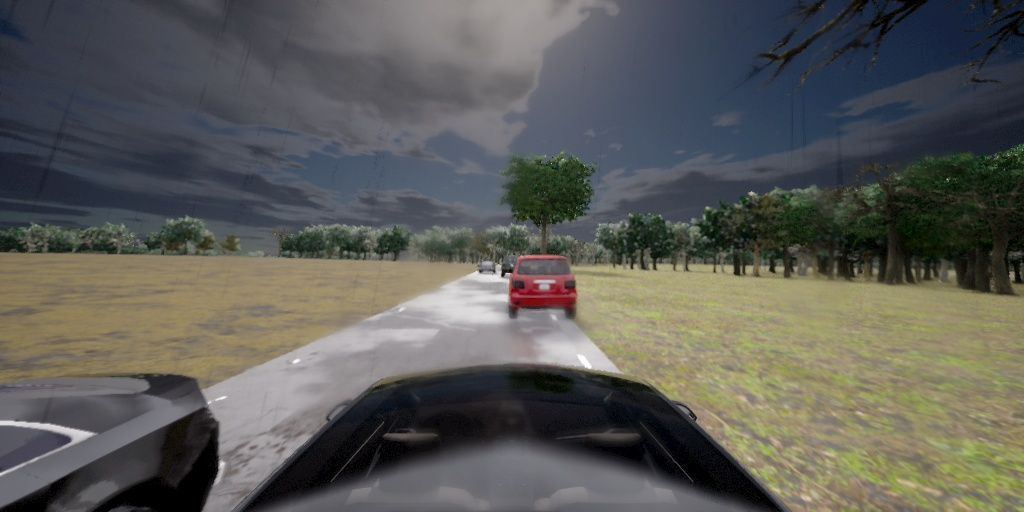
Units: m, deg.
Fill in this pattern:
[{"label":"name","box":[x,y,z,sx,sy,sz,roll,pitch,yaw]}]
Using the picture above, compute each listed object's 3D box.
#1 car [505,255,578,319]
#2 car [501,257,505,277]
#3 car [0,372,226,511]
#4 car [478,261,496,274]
[{"label":"car","box":[0.958,0.995,13.111,2.150,2.045,5.566,0,0,0]},{"label":"car","box":[0.044,1.000,36.548,2.150,2.045,5.566,0,0,1]},{"label":"car","box":[-2.850,1.238,0.337,2.128,1.511,4.902,0,0,0]},{"label":"car","box":[-2.842,1.319,41.739,1.812,1.442,4.674,0,0,0]}]
